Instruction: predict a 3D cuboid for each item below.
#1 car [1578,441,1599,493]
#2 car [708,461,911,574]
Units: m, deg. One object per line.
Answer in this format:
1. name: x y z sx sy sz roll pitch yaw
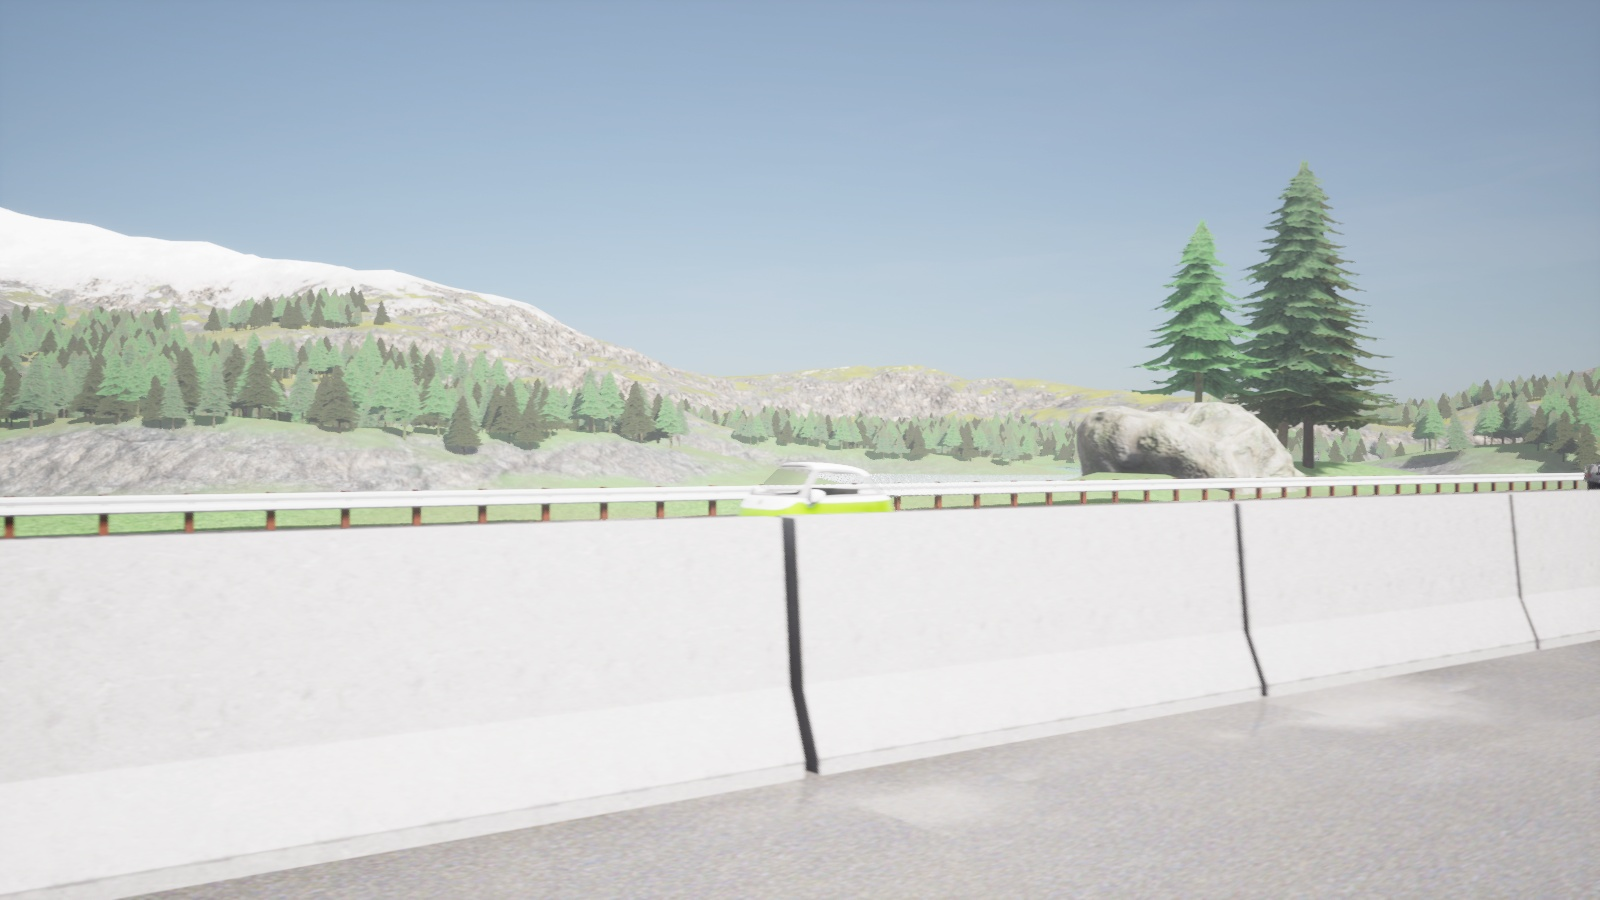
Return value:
1. car: 30.962 0.611 46.527 4.605 1.855 1.932 0 0 -35
2. car: 0.126 0.839 16.539 2.207 1.376 1.481 1 -1 -35
